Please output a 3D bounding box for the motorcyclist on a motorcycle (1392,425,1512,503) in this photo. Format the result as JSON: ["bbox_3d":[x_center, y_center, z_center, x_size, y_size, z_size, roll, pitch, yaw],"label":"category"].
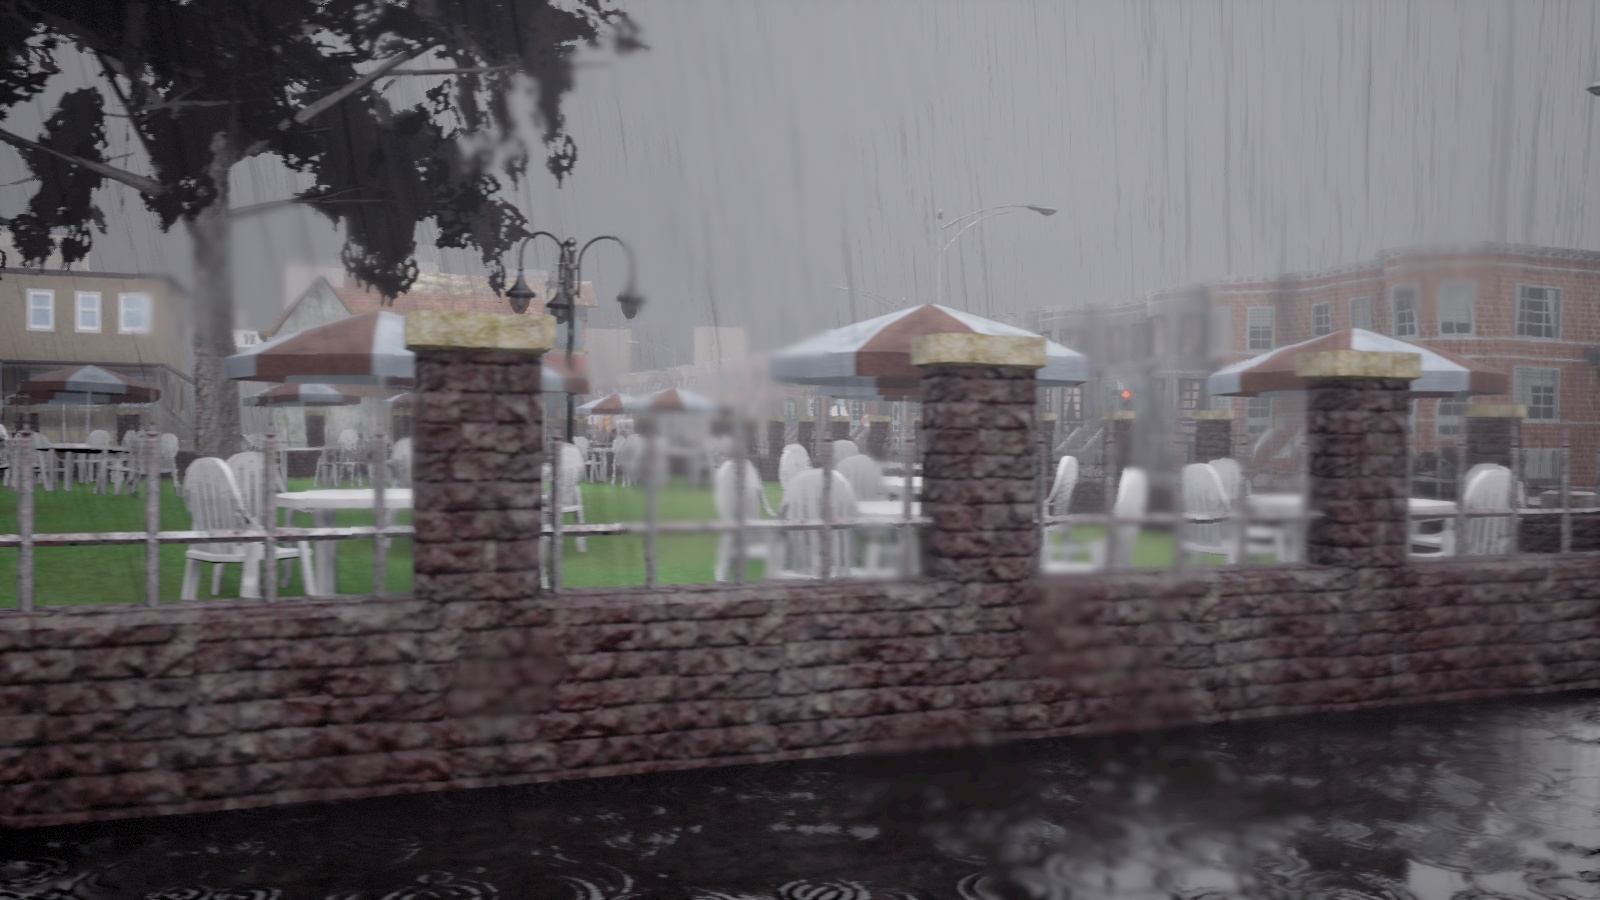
[{"bbox_3d":[13.546,0.261,26.162,0.866,1.530,2.191,-1,1,-21],"label":"motorcyclist on a motorcycle"}]

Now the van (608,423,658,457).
[{"bbox_3d":[-10.386,-0.637,77.984,2.069,2.038,4.480,-1,1,-21],"label":"van"}]

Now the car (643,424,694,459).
[{"bbox_3d":[-7.368,-0.467,70.021,1.905,1.878,3.866,-1,1,-21],"label":"car"}]
